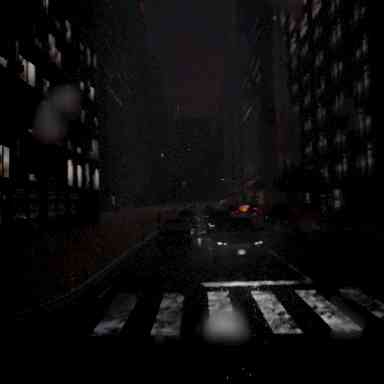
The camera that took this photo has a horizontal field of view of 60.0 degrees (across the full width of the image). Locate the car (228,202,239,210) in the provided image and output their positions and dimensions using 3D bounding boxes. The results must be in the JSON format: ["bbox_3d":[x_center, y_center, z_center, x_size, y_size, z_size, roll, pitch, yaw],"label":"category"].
[{"bbox_3d":[8.666,2.907,69.806,1.967,1.590,4.097,-1,-1,1],"label":"car"}]

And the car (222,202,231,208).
[{"bbox_3d":[9.009,3.408,86.719,2.008,1.369,4.403,-1,-1,1],"label":"car"}]

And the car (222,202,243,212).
[{"bbox_3d":[5.600,2.508,46.494,1.837,1.490,4.892,-2,-1,1],"label":"car"}]

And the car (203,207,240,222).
[{"bbox_3d":[1.925,2.050,22.917,1.837,1.490,4.892,-2,-1,1],"label":"car"}]

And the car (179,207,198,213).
[{"bbox_3d":[-0.503,2.363,30.452,1.947,1.339,4.313,-1,-1,1],"label":"car"}]

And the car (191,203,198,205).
[{"bbox_3d":[0.631,3.545,86.857,1.967,1.590,4.097,-1,-1,1],"label":"car"}]

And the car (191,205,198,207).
[{"bbox_3d":[-0.391,2.480,36.092,2.008,1.369,4.403,-1,-1,1],"label":"car"}]

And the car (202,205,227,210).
[{"bbox_3d":[2.143,2.313,33.230,1.812,1.442,4.674,-2,-1,1],"label":"car"}]

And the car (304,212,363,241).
[{"bbox_3d":[7.592,1.796,18.390,1.752,1.417,4.829,-1,-1,1],"label":"car"}]

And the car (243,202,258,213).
[{"bbox_3d":[8.627,2.398,45.622,1.837,1.490,4.892,-2,-1,1],"label":"car"}]

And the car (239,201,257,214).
[{"bbox_3d":[8.730,2.410,52.593,2.097,1.767,4.553,-2,-1,1],"label":"car"}]

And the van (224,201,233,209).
[{"bbox_3d":[8.891,3.069,81.085,1.690,1.788,3.998,-1,-1,1],"label":"van"}]

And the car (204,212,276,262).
[{"bbox_3d":[1.730,1.818,13.628,2.128,1.511,4.902,-2,-1,1],"label":"car"}]

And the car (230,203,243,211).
[{"bbox_3d":[8.554,2.882,64.164,1.887,1.381,4.507,-1,-1,1],"label":"car"}]

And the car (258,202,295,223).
[{"bbox_3d":[7.867,1.865,30.337,2.192,1.841,5.009,-1,-1,1],"label":"car"}]

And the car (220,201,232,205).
[{"bbox_3d":[5.803,2.776,56.208,2.033,1.411,5.357,-2,-1,1],"label":"car"}]

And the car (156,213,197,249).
[{"bbox_3d":[-0.746,2.032,17.054,2.008,1.369,4.403,-1,-1,1],"label":"car"}]

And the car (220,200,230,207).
[{"bbox_3d":[9.118,3.301,92.363,2.192,1.841,5.009,-1,-1,1],"label":"car"}]
